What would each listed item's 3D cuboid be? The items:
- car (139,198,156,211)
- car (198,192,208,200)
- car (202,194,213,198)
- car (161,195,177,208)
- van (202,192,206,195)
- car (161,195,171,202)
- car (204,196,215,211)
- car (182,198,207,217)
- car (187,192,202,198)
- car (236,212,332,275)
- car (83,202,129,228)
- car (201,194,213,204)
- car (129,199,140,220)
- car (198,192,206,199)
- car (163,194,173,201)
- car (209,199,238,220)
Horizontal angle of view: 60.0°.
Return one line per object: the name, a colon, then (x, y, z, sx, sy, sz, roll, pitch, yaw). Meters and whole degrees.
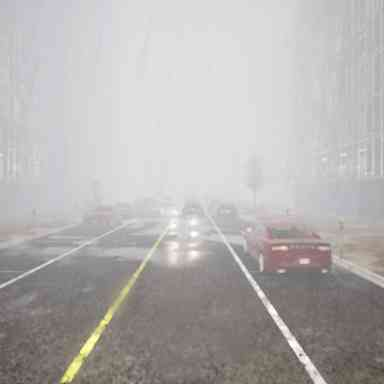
car: (-5.673, 1.433, 38.678, 1.887, 1.381, 4.507, 0, 0, 0)
car: (2.727, 1.029, 84.203, 2.192, 1.841, 5.009, 0, 0, 0)
car: (2.712, 1.415, 50.051, 1.947, 1.339, 4.313, 0, 0, 0)
car: (-3.070, 1.347, 44.447, 1.882, 1.535, 5.008, 0, 0, 0)
van: (2.715, 1.170, 55.744, 1.690, 1.788, 3.998, 0, 0, 0)
car: (-5.659, 1.288, 72.663, 1.752, 1.417, 4.829, 0, 0, 0)
car: (2.708, 1.454, 38.666, 1.947, 1.339, 4.313, 0, 0, 0)
car: (0.100, 1.480, 30.120, 1.994, 1.385, 4.181, 0, 0, 0)
car: (0.034, 1.206, 48.500, 2.097, 1.767, 4.553, 0, 0, 0)
car: (2.697, 1.519, 10.205, 1.887, 1.381, 4.507, 0, 0, 0)
car: (-5.679, 1.487, 21.600, 1.887, 1.381, 4.507, 0, 0, 0)
car: (2.717, 1.247, 61.435, 1.967, 1.590, 4.097, 0, 0, 0)
car: (-5.677, 1.507, 27.293, 1.802, 1.307, 4.206, 0, 0, 0)
car: (2.732, 0.979, 95.588, 2.192, 1.841, 5.009, 0, 0, 0)
car: (-5.657, 1.288, 78.527, 2.008, 1.369, 4.403, 0, 0, 0)
car: (2.703, 1.491, 27.282, 1.947, 1.339, 4.313, 0, 0, 0)
